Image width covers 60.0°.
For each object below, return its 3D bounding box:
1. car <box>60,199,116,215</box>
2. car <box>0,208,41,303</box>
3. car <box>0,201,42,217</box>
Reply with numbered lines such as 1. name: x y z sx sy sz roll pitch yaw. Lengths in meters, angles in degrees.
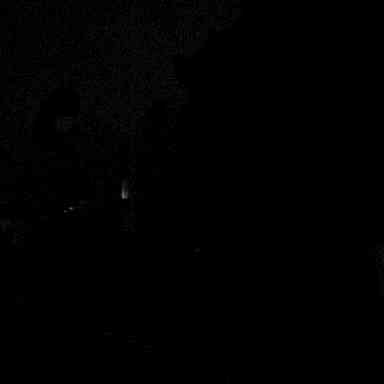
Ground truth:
1. car: -9.984 1.379 32.430 2.033 1.411 5.357 0 0 36
2. car: -5.534 1.314 6.754 5.009 1.841 2.192 0 0 35
3. car: -13.004 1.366 23.201 2.128 1.511 4.902 0 0 36
